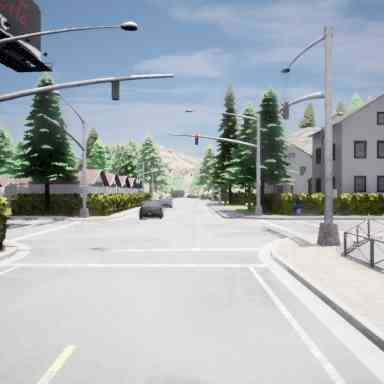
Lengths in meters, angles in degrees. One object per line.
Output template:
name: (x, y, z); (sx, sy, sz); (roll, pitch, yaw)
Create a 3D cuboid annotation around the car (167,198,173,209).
car: (-3.608, 1.547, 46.214); (2.033, 1.411, 5.357); (0, 0, 0)

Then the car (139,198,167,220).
car: (-3.411, 1.466, 28.357); (1.882, 1.535, 5.008); (0, -1, -3)
